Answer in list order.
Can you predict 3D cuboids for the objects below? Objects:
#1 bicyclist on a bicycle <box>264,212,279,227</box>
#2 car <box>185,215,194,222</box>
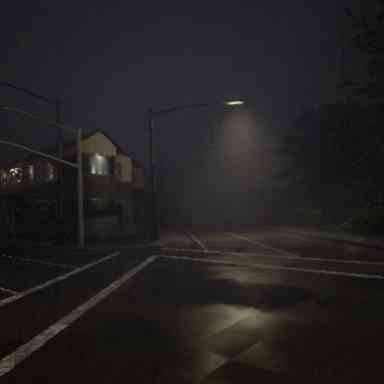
[{"bbox_3d":[8.661,3.008,36.433,1.656,1.620,0.582,-2,-3,-4],"label":"bicyclist on a bicycle"},{"bbox_3d":[-0.540,5.481,69.803,1.882,1.535,5.008,-3,-4,1],"label":"car"}]
